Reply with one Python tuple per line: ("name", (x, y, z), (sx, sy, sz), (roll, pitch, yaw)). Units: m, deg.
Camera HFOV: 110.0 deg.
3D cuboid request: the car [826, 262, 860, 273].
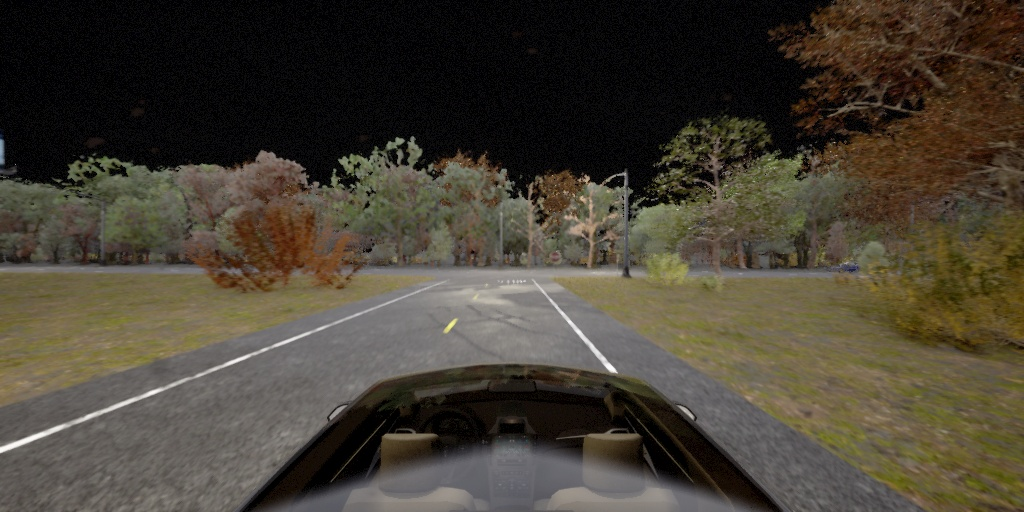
("car", (43.578, 1.525, 46.573), (4.674, 1.442, 1.812), (-1, 0, 0))
